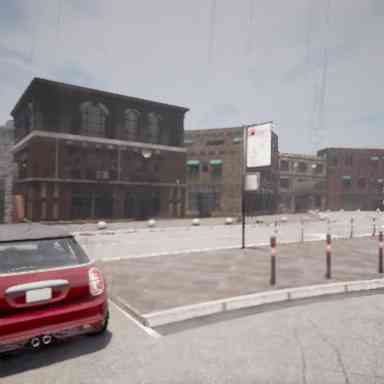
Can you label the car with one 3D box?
[{"bbox_3d":[-3.226,1.356,6.052,2.185,1.767,4.553,0,0,-36],"label":"car"}]
